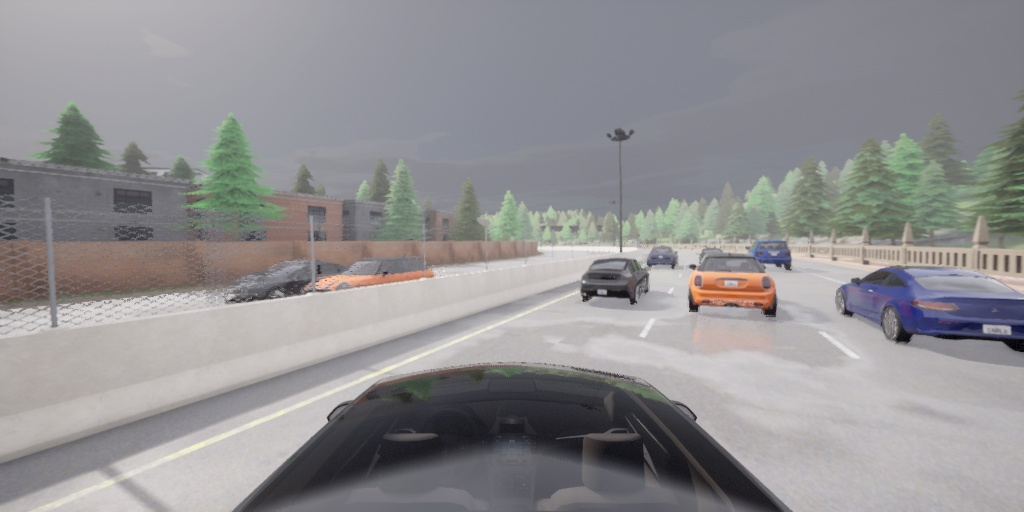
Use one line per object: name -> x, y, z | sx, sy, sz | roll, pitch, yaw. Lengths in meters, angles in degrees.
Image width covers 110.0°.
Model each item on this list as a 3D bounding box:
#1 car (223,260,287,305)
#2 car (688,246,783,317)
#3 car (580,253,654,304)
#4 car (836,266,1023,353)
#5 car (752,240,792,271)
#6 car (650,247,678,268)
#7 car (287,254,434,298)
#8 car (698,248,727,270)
car -> -8.024, 1.007, 13.703 | 1.837, 1.490, 4.892 | 0, 2, 28
car -> 6.854, 0.679, 11.465 | 2.097, 1.767, 4.553 | 0, 2, 28
car -> 4.003, 0.813, 13.559 | 1.837, 1.490, 4.892 | 0, 2, 28
car -> 8.857, 0.936, 7.793 | 1.812, 1.442, 4.674 | 0, 2, 28
car -> 18.440, -0.100, 25.896 | 2.150, 2.045, 5.566 | 0, 2, 28
car -> 12.468, 0.012, 29.585 | 2.097, 1.767, 4.553 | 0, 2, 28
car -> -4.744, 0.841, 12.417 | 2.097, 1.767, 4.553 | 0, 2, 28
car -> 15.715, 0.154, 28.237 | 1.837, 1.490, 4.892 | 0, 2, 28
